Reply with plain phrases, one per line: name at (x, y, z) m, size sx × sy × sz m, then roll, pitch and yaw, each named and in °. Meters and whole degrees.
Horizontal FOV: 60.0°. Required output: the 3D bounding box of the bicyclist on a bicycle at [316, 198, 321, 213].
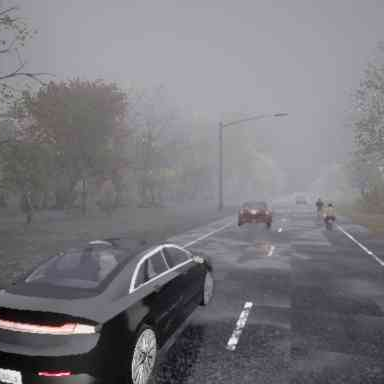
bicyclist on a bicycle at (10.416, 1.378, 27.192) m, size 0.659 × 1.776 × 1.843 m, roll 0°, pitch 0°, yaw 17°

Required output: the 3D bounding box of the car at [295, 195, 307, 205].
car at (20.138, 1.583, 61.140) m, size 1.994 × 1.385 × 4.181 m, roll 0°, pitch 0°, yaw 17°

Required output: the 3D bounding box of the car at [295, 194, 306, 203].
car at (22.974, 1.379, 70.528) m, size 2.097 × 1.767 × 4.553 m, roll 0°, pitch 0°, yaw 17°

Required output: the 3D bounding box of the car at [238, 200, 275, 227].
car at (4.582, 1.357, 23.174) m, size 2.097 × 1.767 × 4.553 m, roll 0°, pitch 0°, yaw 17°

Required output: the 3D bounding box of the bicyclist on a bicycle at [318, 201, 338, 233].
bicyclist on a bicycle at (7.661, 1.442, 18.480) m, size 0.866 × 1.612 × 1.509 m, roll 0°, pitch 0°, yaw 18°

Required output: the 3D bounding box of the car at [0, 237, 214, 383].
car at (-0.982, 1.492, 5.403) m, size 2.128 × 1.511 × 4.902 m, roll 0°, pitch 0°, yaw 17°
